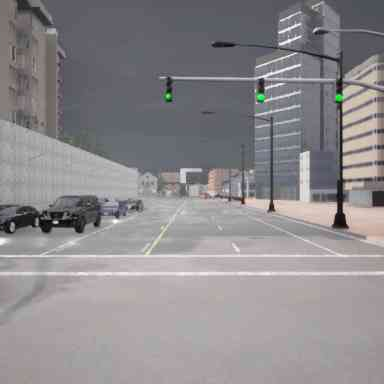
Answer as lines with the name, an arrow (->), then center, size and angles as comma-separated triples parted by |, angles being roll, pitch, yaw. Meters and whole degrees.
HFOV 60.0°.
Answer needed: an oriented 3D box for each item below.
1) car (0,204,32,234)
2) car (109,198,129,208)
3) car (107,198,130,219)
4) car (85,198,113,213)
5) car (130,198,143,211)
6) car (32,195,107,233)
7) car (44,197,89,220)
car -> -10.584, 1.505, 19.409 | 1.837, 1.490, 4.892 | 0, 0, 0
car -> -10.522, 1.601, 48.354 | 1.895, 1.301, 4.718 | 0, 0, 1
car -> -7.076, 1.526, 29.677 | 1.812, 1.442, 4.674 | 0, 0, 0
car -> -10.566, 1.505, 38.294 | 1.837, 1.490, 4.892 | 0, 0, 0
car -> -7.062, 1.491, 40.020 | 2.128, 1.511, 4.902 | 0, 0, 0
car -> -7.080, 1.221, 20.037 | 2.150, 2.045, 5.566 | 0, 0, 0
car -> -10.578, 1.352, 28.477 | 2.097, 1.767, 4.553 | 0, 0, 0
